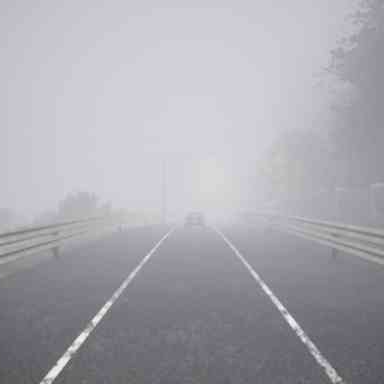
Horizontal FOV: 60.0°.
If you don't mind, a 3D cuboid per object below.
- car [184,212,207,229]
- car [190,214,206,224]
[{"bbox_3d":[0.282,2.450,29.288,2.033,1.411,5.357,0,-3,2],"label":"car"},{"bbox_3d":[0.870,3.549,44.346,1.895,1.301,4.718,0,-4,3],"label":"car"}]
